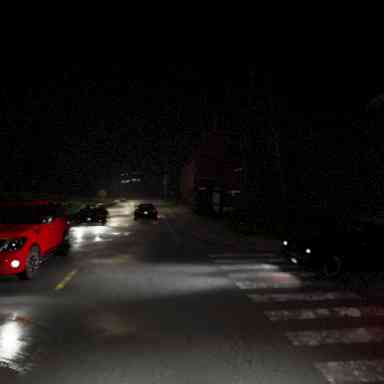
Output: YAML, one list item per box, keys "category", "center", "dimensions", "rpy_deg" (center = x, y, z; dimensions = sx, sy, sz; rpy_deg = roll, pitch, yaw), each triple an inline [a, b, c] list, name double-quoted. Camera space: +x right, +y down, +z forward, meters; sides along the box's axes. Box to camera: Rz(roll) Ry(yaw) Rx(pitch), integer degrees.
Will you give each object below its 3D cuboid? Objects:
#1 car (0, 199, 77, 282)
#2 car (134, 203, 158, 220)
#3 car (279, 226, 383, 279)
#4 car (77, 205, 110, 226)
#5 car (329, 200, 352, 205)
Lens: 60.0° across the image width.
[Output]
- category: "car"
  center: [-5.287, 1.233, 10.061]
  dimensions: [2.150, 2.045, 5.566]
  rpy_deg: [0, -1, -7]
- category: "car"
  center: [-4.046, 1.681, 29.212]
  dimensions: [1.994, 1.385, 4.181]
  rpy_deg: [0, 0, -8]
- category: "car"
  center: [5.138, 1.694, 9.996]
  dimensions: [4.718, 1.301, 1.895]
  rpy_deg: [0, 0, -9]
- category: "car"
  center: [-7.109, 1.631, 24.123]
  dimensions: [1.994, 1.385, 4.181]
  rpy_deg: [0, 0, -8]
- category: "car"
  center: [21.148, 1.917, 47.452]
  dimensions: [1.816, 1.474, 4.193]
  rpy_deg: [0, 0, -8]
